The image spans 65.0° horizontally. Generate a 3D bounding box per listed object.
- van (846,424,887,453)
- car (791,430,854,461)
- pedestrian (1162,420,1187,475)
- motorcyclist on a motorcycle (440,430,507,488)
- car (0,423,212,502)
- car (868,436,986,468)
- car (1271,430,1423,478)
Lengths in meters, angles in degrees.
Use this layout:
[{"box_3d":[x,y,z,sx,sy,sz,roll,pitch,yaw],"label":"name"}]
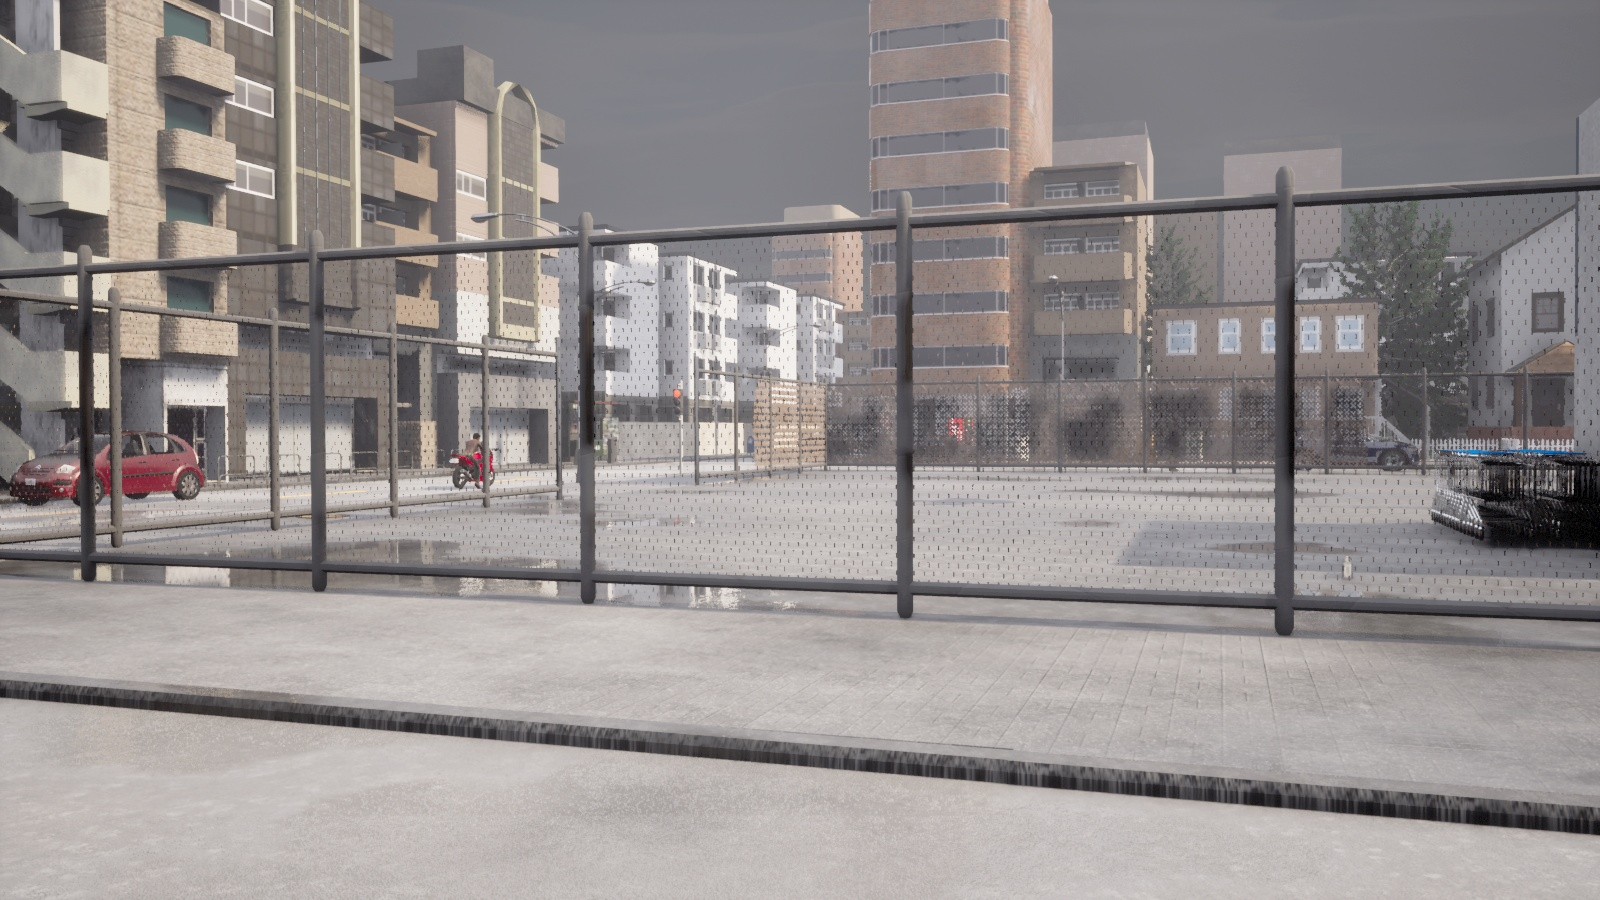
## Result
[{"box_3d":[4.680,-0.808,87.689,1.775,1.987,4.442,1,1,19],"label":"van"},{"box_3d":[1.233,-0.253,64.979,2.128,1.511,4.902,0,1,15],"label":"car"},{"box_3d":[12.613,-0.094,42.338,0.703,1.840,0.431,1,1,33],"label":"pedestrian"},{"box_3d":[-8.945,0.223,34.468,0.797,1.523,2.044,1,1,19],"label":"motorcyclist on a motorcycle"},{"box_3d":[-15.348,0.220,27.950,1.851,1.617,3.988,1,1,18],"label":"car"},{"box_3d":[5.454,0.084,53.909,4.718,1.301,1.895,1,1,19],"label":"car"},{"box_3d":[19.504,0.109,44.994,4.856,1.649,2.033,1,1,20],"label":"car"}]
